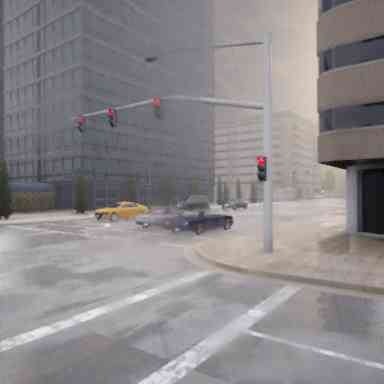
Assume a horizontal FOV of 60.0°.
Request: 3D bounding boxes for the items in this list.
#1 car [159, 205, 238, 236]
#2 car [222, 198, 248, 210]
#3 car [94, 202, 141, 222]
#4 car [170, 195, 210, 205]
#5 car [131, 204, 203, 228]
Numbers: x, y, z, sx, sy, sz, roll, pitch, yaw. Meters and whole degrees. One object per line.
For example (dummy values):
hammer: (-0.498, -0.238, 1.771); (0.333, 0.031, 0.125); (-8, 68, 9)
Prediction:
car: (0.530, 1.668, 19.117); (1.895, 1.301, 4.718); (0, 0, 36)
car: (5.771, 1.626, 44.545); (2.128, 1.511, 4.902); (0, 0, 36)
car: (-6.002, 1.614, 28.338); (1.882, 1.535, 5.008); (0, 0, 36)
car: (-0.185, 1.357, 36.349); (2.150, 2.045, 5.566); (0, 0, 36)
car: (-1.546, 1.691, 22.215); (1.895, 1.301, 4.718); (0, 0, 36)
